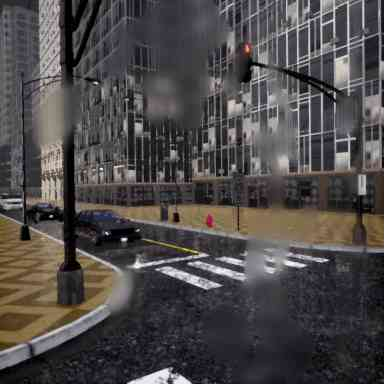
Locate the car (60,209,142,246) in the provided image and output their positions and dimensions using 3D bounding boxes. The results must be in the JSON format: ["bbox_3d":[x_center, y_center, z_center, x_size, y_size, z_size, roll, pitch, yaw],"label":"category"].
[{"bbox_3d":[-4.299,1.527,15.606,2.033,1.411,5.357,-1,1,-36],"label":"car"}]

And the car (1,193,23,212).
[{"bbox_3d":[-20.576,1.178,38.247,2.150,2.045,5.566,-1,0,-35],"label":"car"}]

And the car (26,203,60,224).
[{"bbox_3d":[-11.028,1.533,24.952,1.994,1.385,4.181,-1,1,-35],"label":"car"}]
